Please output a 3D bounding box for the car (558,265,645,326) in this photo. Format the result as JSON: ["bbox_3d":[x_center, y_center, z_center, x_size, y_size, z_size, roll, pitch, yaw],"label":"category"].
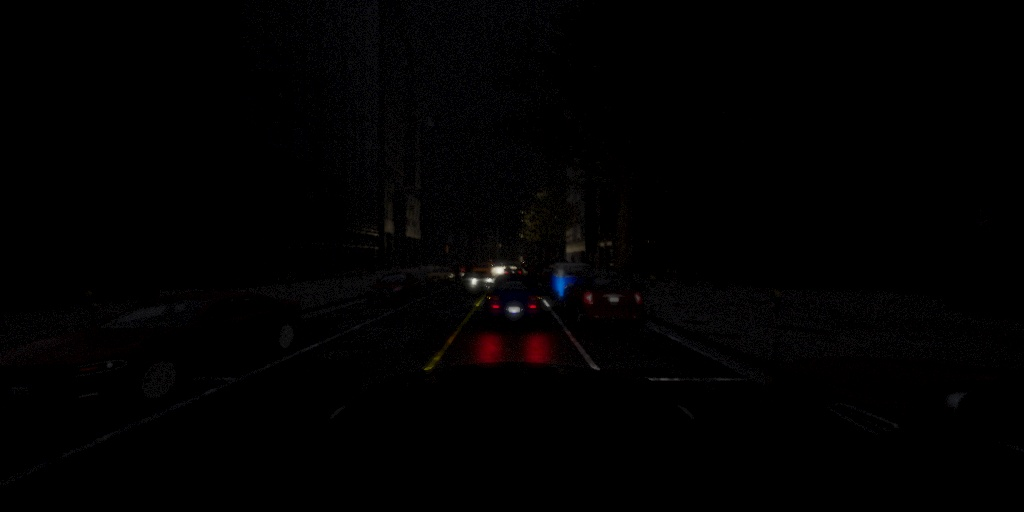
[{"bbox_3d":[2.871,1.265,11.989,1.967,1.591,4.097,0,0,0],"label":"car"}]

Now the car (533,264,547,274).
[{"bbox_3d":[2.894,1.536,28.907,1.802,1.307,4.207,0,0,0],"label":"car"}]

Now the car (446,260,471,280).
[{"bbox_3d":[-5.623,1.319,34.565,2.192,1.841,5.009,0,0,0],"label":"car"}]

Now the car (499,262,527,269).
[{"bbox_3d":[0.137,1.547,33.995,2.033,1.411,5.357,0,-1,0],"label":"car"}]

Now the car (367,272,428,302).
[{"bbox_3d":[-5.647,1.448,17.653,1.802,1.307,4.207,0,0,0],"label":"car"}]

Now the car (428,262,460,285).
[{"bbox_3d":[-5.632,1.479,28.759,1.751,1.417,4.829,0,0,0],"label":"car"}]

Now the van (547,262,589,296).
[{"bbox_3d":[2.879,1.207,17.629,1.690,1.789,3.998,0,0,0],"label":"van"}]

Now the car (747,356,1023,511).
[{"bbox_3d":[2.855,1.057,0.710,2.192,1.841,5.009,0,0,0],"label":"car"}]

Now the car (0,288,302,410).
[{"bbox_3d":[-5.662,1.329,6.375,1.888,1.381,4.507,0,0,0],"label":"car"}]

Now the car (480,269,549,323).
[{"bbox_3d":[0.085,1.353,12.381,1.812,1.442,4.674,0,0,0],"label":"car"}]

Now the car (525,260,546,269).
[{"bbox_3d":[2.910,1.372,40.184,2.192,1.841,5.009,0,0,0],"label":"car"}]

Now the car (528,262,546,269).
[{"bbox_3d":[2.902,1.570,34.544,1.948,1.339,4.313,0,0,0],"label":"car"}]

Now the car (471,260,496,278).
[{"bbox_3d":[-3.050,1.514,37.935,1.882,1.535,5.008,0,-1,0],"label":"car"}]
